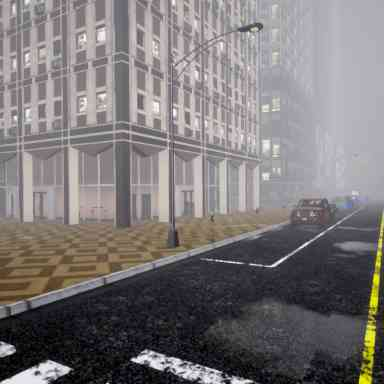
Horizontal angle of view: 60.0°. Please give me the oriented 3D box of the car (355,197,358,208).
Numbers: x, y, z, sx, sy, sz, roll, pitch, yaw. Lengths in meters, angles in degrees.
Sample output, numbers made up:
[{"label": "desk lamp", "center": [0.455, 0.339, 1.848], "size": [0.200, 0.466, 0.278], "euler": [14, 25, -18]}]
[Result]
[{"label": "car", "center": [19.344, 1.570, 41.426], "size": [1.802, 1.307, 4.206], "euler": [-1, 0, 30]}]

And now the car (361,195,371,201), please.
[{"label": "car", "center": [41.705, 1.511, 79.765], "size": [1.887, 1.381, 4.507], "euler": [-1, 0, 30]}]

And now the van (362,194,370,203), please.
[{"label": "van", "center": [36.112, 1.313, 70.181], "size": [1.690, 1.788, 3.998], "euler": [-1, 0, 30]}]

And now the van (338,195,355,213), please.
[{"label": "van", "center": [16.546, 1.332, 36.635], "size": [1.690, 1.788, 3.998], "euler": [-1, 0, 30]}]

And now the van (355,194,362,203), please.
[{"label": "van", "center": [22.136, 1.327, 46.220], "size": [1.690, 1.788, 3.998], "euler": [-1, 0, 30]}]

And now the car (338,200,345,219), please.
[{"label": "car", "center": [10.917, 1.562, 27.074], "size": [1.947, 1.339, 4.313], "euler": [-1, 0, 30]}]

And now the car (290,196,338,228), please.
[{"label": "car", "center": [8.080, 1.314, 22.308], "size": [2.192, 1.841, 5.009], "euler": [-1, 0, 30]}]
